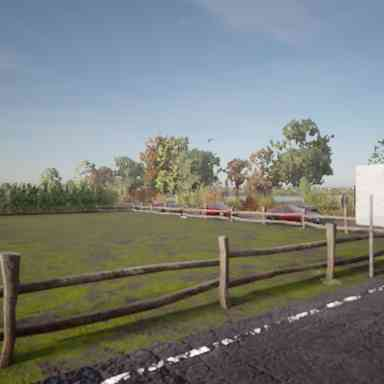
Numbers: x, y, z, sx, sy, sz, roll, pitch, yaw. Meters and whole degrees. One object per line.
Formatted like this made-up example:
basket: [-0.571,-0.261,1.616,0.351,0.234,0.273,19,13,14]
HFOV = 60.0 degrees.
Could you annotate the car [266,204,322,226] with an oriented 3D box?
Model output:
car: [8.010,1.823,26.581,1.812,1.442,4.674,0,-1,-35]

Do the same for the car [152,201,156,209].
car: [-6.113,2.273,58.429,1.812,1.442,4.674,0,0,-16]

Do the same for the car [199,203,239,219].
car: [2.715,1.904,34.255,1.882,1.535,5.008,0,-1,-34]

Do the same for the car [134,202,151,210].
car: [-8.752,2.314,56.373,1.994,1.385,4.181,0,-1,-16]

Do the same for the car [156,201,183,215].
car: [-2.628,2.125,42.718,1.994,1.385,4.181,0,-1,-28]

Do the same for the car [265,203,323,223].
car: [9.108,1.817,30.129,1.837,1.490,4.892,0,-1,-35]
